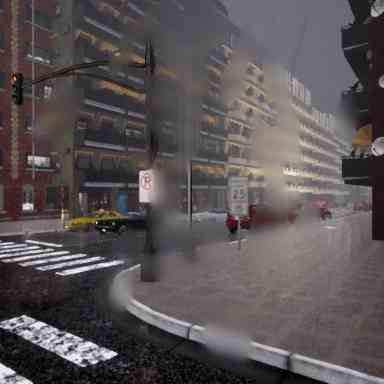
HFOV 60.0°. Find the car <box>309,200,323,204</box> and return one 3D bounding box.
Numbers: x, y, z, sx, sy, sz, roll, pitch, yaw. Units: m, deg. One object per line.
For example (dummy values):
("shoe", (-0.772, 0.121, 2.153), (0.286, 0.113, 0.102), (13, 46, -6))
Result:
("car", (23.187, 2.771, 63.834), (1.887, 1.381, 4.507), (-1, -2, 35))

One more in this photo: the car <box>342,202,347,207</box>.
("car", (39.428, 3.282, 87.033), (1.947, 1.339, 4.313), (-1, -2, 35))

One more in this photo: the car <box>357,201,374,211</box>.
("car", (33.306, 2.621, 63.742), (2.192, 1.841, 5.009), (-1, -2, 35))

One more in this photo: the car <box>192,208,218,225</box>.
("car", (1.981, 2.093, 29.001), (1.895, 1.301, 4.718), (0, -1, 35))

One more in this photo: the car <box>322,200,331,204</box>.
("car", (26.433, 2.640, 68.479), (2.192, 1.841, 5.009), (-1, -2, 35))

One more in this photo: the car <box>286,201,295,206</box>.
("car", (13.344, 2.446, 49.775), (1.752, 1.417, 4.829), (-1, -2, 35))

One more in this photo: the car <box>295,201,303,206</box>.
("car", (16.689, 2.340, 54.560), (2.192, 1.841, 5.009), (-1, -2, 35))

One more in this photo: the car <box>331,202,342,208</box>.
("car", (32.931, 3.067, 77.753), (1.887, 1.381, 4.507), (-1, -2, 35))

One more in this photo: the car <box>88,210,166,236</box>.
("car", (-3.765, 1.911, 20.794), (1.895, 1.301, 4.718), (0, -1, 35))

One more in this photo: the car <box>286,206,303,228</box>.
("car", (7.324, 2.043, 26.619), (1.887, 1.381, 4.507), (-1, -2, 35))

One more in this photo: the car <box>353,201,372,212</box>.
("car", (30.057, 2.522, 59.101), (2.192, 1.841, 5.009), (-1, -2, 35))

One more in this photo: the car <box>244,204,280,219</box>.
("car", (7.954, 2.171, 37.513), (2.128, 1.511, 4.902), (0, -1, 35))

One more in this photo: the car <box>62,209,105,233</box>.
("car", (-6.143, 1.834, 21.937), (1.752, 1.417, 4.829), (-1, -2, 35))

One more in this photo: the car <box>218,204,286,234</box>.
("car", (4.074, 1.711, 21.986), (2.192, 1.841, 5.009), (-1, -2, 35))

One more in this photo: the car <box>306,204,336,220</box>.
("car", (13.820, 2.284, 35.897), (1.802, 1.307, 4.206), (-1, -2, 35))

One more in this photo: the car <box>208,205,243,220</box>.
("car", (3.699, 2.164, 35.995), (1.887, 1.381, 4.507), (-1, -2, 35))
